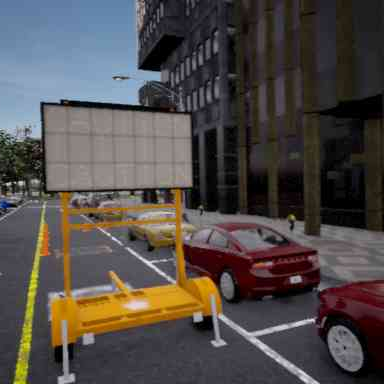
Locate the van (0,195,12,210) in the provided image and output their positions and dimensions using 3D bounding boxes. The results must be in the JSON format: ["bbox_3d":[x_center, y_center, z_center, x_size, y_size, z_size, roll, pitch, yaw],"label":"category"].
[{"bbox_3d":[-19.974,1.229,34.293,1.690,1.788,3.998,-2,1,-24],"label":"van"}]

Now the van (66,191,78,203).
[{"bbox_3d":[-20.872,0.842,57.634,1.690,1.788,3.998,-2,1,-24],"label":"van"}]

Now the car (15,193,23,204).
[{"bbox_3d":[-26.432,1.320,49.089,1.752,1.417,4.829,-2,1,-24],"label":"car"}]

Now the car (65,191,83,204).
[{"bbox_3d":[-18.696,0.847,52.651,2.192,1.841,5.009,-2,1,-24],"label":"car"}]

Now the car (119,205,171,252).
[{"bbox_3d":[-1.343,1.315,12.949,1.752,1.417,4.829,-2,1,-24],"label":"car"}]

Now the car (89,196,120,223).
[{"bbox_3d":[-5.697,1.248,22.914,1.752,1.417,4.829,-2,1,-24],"label":"car"}]

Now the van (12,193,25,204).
[{"bbox_3d":[-30.858,1.074,59.207,1.690,1.788,3.998,-2,1,-24],"label":"van"}]

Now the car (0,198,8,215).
[{"bbox_3d":[-17.791,1.486,29.314,1.947,1.339,4.313,-2,1,-24],"label":"car"}]

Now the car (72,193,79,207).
[{"bbox_3d":[-12.228,1.150,37.862,1.752,1.417,4.829,-2,1,-24],"label":"car"}]

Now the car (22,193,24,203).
[{"bbox_3d":[-28.679,1.203,54.225,1.967,1.590,4.097,-2,1,-24],"label":"car"}]

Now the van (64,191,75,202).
[{"bbox_3d":[-23.049,0.812,62.616,1.690,1.788,3.998,-2,1,-24],"label":"van"}]

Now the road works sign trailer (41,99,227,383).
[{"bbox_3d":[-1.137,0.382,5.499,2.380,3.560,2.880,-2,1,-24],"label":"road works sign trailer"}]

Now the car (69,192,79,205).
[{"bbox_3d":[-14.336,1.139,42.689,1.887,1.381,4.507,-2,1,-24],"label":"car"}]

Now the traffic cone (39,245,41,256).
[{"bbox_3d":[-5.068,1.868,11.431,0.340,0.580,0.340,-2,1,-24],"label":"traffic cone"}]

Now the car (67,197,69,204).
[{"bbox_3d":[-16.516,1.003,47.670,1.967,1.590,4.097,-2,1,-24],"label":"car"}]

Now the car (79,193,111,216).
[{"bbox_3d":[-7.812,1.006,27.737,2.192,1.841,5.009,-2,1,-24],"label":"car"}]

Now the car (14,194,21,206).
[{"bbox_3d":[-24.322,1.391,44.262,1.947,1.339,4.313,-2,1,-24],"label":"car"}]

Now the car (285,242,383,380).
[{"bbox_3d":[3.079,1.403,2.828,1.887,1.381,4.507,-2,1,-24],"label":"car"}]

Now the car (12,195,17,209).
[{"bbox_3d":[-22.078,1.382,39.123,1.752,1.417,4.829,-2,1,-24],"label":"car"}]

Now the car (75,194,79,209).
[{"bbox_3d":[-9.982,1.209,32.724,2.008,1.369,4.403,-2,1,-24],"label":"car"}]

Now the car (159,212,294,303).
[{"bbox_3d":[0.902,1.369,7.811,1.887,1.381,4.507,-2,1,-24],"label":"car"}]
